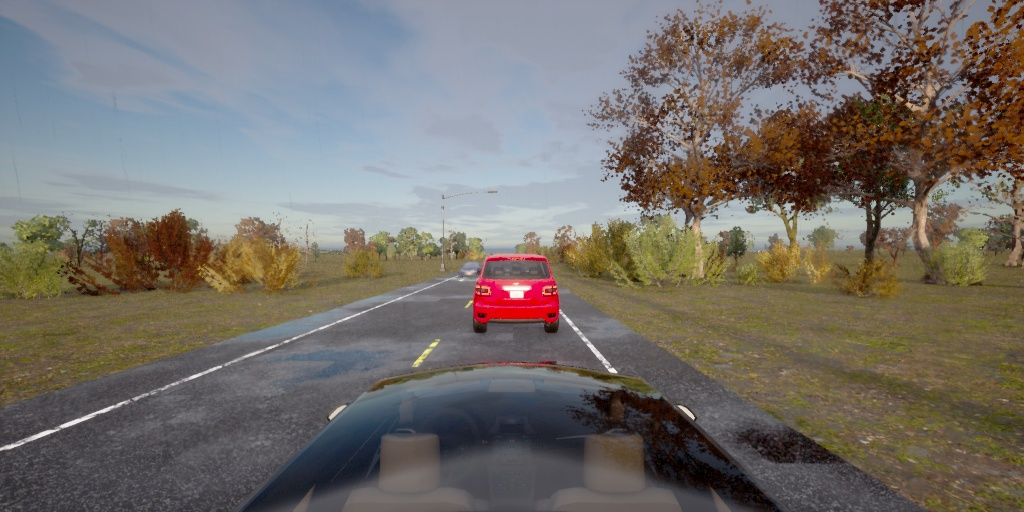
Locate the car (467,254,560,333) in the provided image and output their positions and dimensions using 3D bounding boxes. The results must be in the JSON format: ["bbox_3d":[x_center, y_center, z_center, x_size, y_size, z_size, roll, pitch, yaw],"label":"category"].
[{"bbox_3d":[0.084,0.968,10.842,2.150,2.045,5.566,0,0,-1],"label":"car"}]

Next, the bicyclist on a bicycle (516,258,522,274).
[{"bbox_3d":[0.808,1.107,40.033,0.659,1.776,1.843,0,0,0],"label":"bicyclist on a bicycle"}]

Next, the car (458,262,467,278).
[{"bbox_3d":[-3.710,1.265,33.312,1.812,1.442,4.674,0,0,0],"label":"car"}]

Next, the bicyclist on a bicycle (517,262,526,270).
[{"bbox_3d":[0.877,1.110,30.020,0.659,1.776,1.843,0,0,0],"label":"bicyclist on a bicycle"}]
